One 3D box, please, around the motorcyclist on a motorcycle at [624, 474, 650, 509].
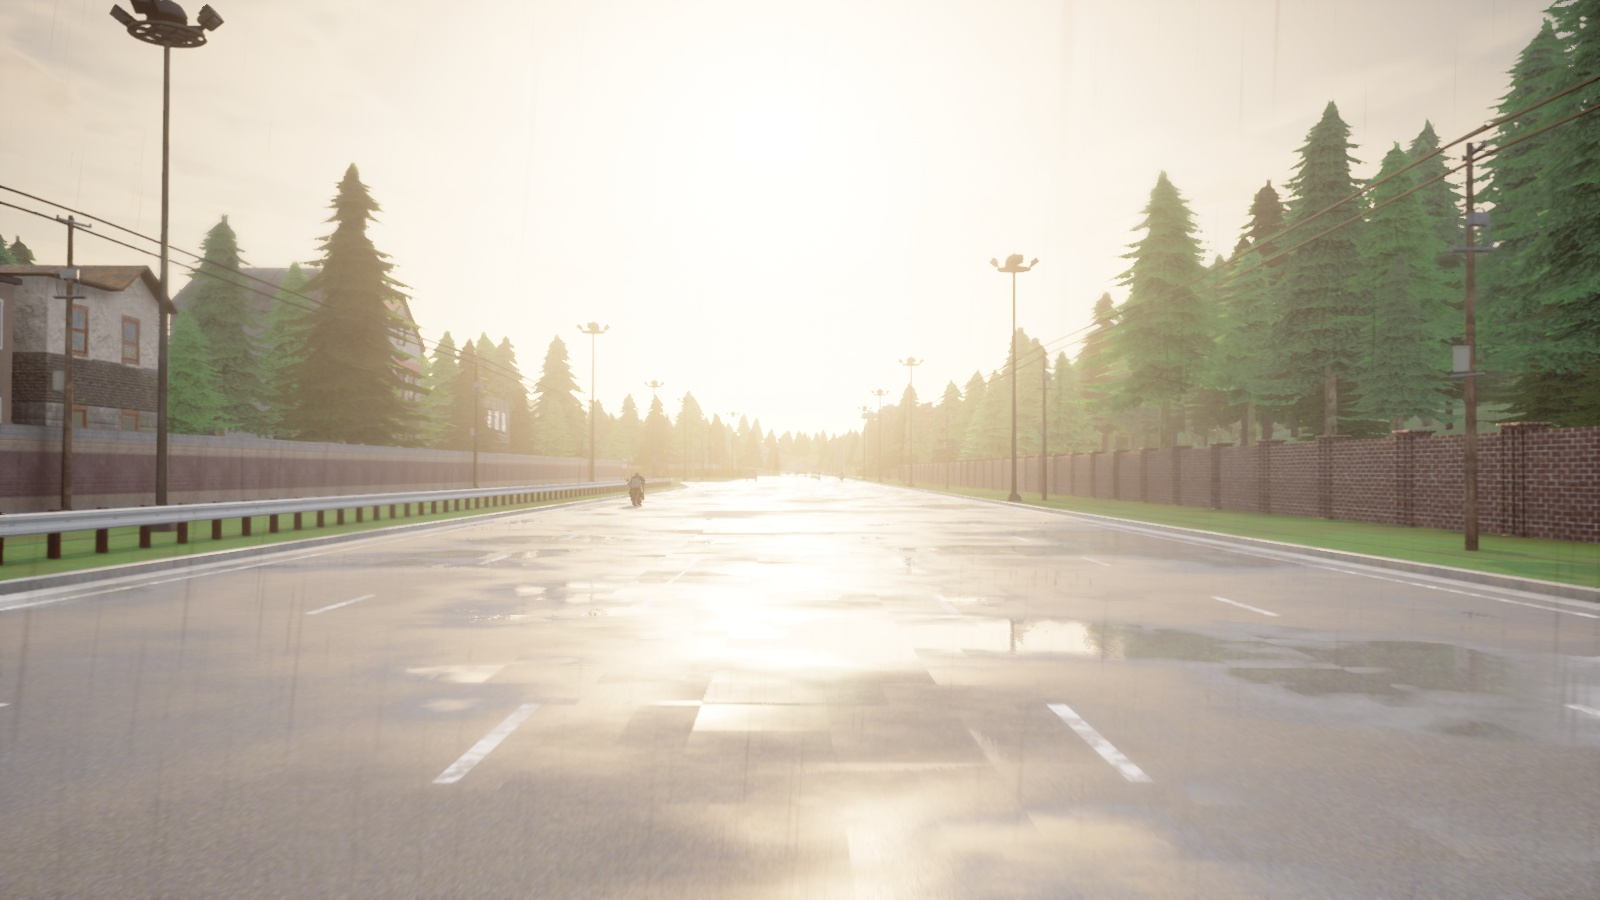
[{"bbox_3d":[-7.132,1.801,55.117,0.866,1.530,2.191,0,-1,0],"label":"motorcyclist on a motorcycle"}]
